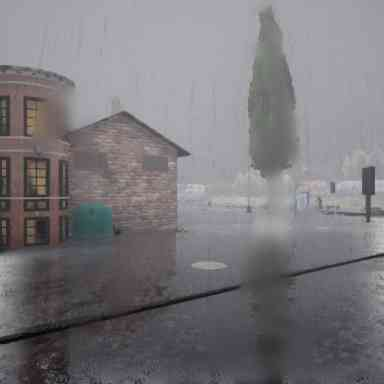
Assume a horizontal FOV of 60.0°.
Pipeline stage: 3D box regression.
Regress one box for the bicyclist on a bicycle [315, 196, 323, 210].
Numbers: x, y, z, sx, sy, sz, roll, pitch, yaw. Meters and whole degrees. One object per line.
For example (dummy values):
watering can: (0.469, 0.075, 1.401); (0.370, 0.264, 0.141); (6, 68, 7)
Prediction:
bicyclist on a bicycle: (15.350, 1.349, 40.171); (1.656, 1.620, 0.582); (0, 0, -36)
